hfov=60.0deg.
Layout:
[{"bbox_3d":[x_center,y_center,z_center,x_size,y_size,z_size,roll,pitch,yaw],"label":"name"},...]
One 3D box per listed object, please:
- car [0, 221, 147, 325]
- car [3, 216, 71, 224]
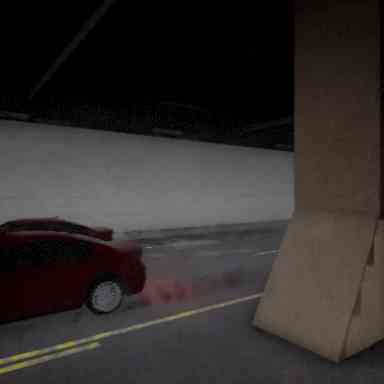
[{"bbox_3d":[-3.251,1.478,5.972,5.008,1.535,1.882,0,0,-36],"label":"car"},{"bbox_3d":[-4.630,1.478,9.288,5.008,1.535,1.882,0,0,-35],"label":"car"}]
